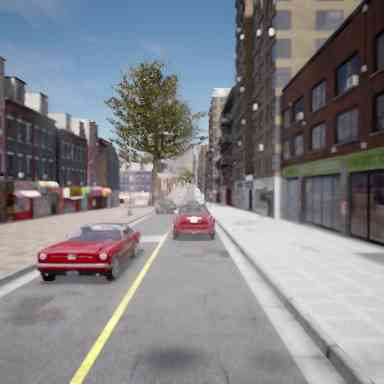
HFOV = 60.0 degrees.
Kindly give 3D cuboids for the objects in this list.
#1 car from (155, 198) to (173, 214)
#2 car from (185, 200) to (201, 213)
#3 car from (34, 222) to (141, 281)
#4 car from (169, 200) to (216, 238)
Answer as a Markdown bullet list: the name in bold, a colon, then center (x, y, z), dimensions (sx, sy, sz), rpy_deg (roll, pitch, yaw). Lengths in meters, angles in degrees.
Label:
- **car**: center (-2.833, 1.530, 36.933), dimensions (2.097, 1.767, 4.553), rpy_deg (0, -1, 0)
- **car**: center (0.110, 1.723, 40.671), dimensions (1.837, 1.490, 4.892), rpy_deg (0, -1, 0)
- **car**: center (-2.816, 1.621, 10.059), dimensions (1.895, 1.301, 4.718), rpy_deg (0, 0, 0)
- **car**: center (0.104, 1.395, 17.975), dimensions (2.097, 1.767, 4.553), rpy_deg (0, 0, 0)
